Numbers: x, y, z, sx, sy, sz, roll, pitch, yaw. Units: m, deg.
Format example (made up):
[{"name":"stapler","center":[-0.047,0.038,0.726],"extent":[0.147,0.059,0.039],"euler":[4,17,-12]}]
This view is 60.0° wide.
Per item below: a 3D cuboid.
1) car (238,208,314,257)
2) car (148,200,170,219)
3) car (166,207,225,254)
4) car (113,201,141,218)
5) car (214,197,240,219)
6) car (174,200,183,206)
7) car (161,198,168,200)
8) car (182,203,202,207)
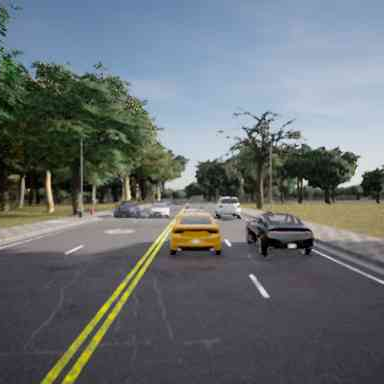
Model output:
[{"name":"car","center":[3.392,1.618,13.627],"extent":[2.128,1.511,4.902],"euler":[0,0,0]},{"name":"car","center":[-3.206,1.853,33.401],"extent":[1.812,1.442,4.674],"euler":[0,-1,0]},{"name":"car","center":[0.148,1.606,14.119],"extent":[1.882,1.535,5.008],"euler":[0,-1,0]},{"name":"car","center":[-6.454,1.680,33.598],"extent":[2.097,1.767,4.553],"euler":[0,-1,0]},{"name":"car","center":[3.489,1.549,33.183],"extent":[2.150,2.045,5.566],"euler":[0,-1,0]},{"name":"car","center":[-2.928,2.412,74.481],"extent":[1.994,1.385,4.181],"euler":[0,-1,0]},{"name":"car","center":[-6.178,2.214,74.528],"extent":[2.097,1.767,4.553],"euler":[0,-1,0]},{"name":"car","center":[0.236,1.921,32.693],"extent":[1.895,1.301,4.718],"euler":[0,-1,0]}]
